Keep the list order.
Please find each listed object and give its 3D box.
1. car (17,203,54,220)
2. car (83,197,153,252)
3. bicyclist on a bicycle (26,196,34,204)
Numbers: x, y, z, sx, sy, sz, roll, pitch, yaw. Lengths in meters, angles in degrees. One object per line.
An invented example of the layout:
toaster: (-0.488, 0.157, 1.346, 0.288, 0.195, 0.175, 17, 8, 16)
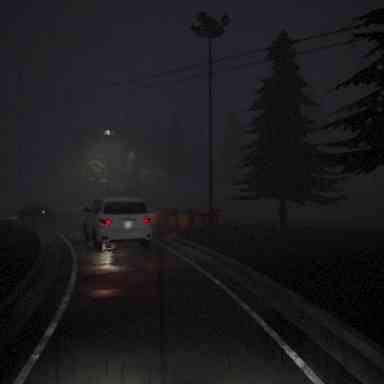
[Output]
car: (-13.772, 1.662, 29.126, 1.994, 1.385, 4.181, 0, 0, -45)
car: (-3.360, 1.246, 14.464, 2.150, 2.045, 5.566, 0, 0, -23)
bicyclist on a bicycle: (-29.728, 1.512, 61.132, 0.582, 1.620, 1.656, 0, 0, 30)
